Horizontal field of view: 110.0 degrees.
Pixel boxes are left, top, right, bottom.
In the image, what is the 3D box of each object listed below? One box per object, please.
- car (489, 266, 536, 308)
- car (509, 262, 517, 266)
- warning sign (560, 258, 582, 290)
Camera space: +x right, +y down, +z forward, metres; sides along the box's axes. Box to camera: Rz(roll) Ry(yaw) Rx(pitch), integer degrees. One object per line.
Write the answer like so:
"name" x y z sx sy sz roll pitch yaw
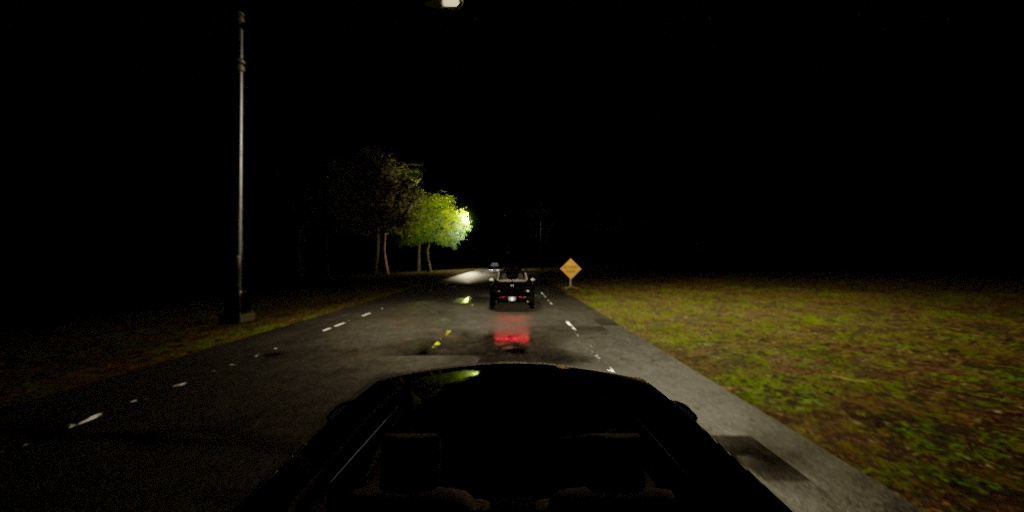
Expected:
"car" 0.010 1.394 16.141 1.837 1.490 4.892 0 0 0
"car" 0.015 1.536 31.137 1.837 1.490 4.892 0 0 0
"warning sign" 3.558 1.054 21.701 1.300 1.860 1.060 0 0 0
